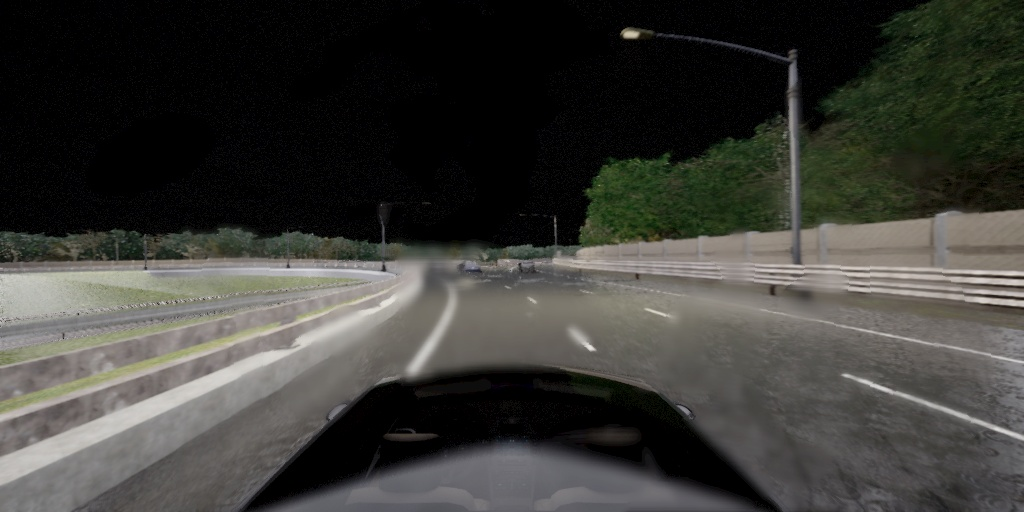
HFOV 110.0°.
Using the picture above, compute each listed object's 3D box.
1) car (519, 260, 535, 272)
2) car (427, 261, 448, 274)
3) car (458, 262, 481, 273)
[{"bbox_3d":[1.858,1.200,46.371,2.128,1.511,4.902,-1,0,-3],"label":"car"},{"bbox_3d":[-9.560,1.426,45.599,2.128,1.511,4.902,-1,0,-25],"label":"car"},{"bbox_3d":[-5.356,1.413,44.767,1.994,1.385,4.181,-1,0,-23],"label":"car"}]
